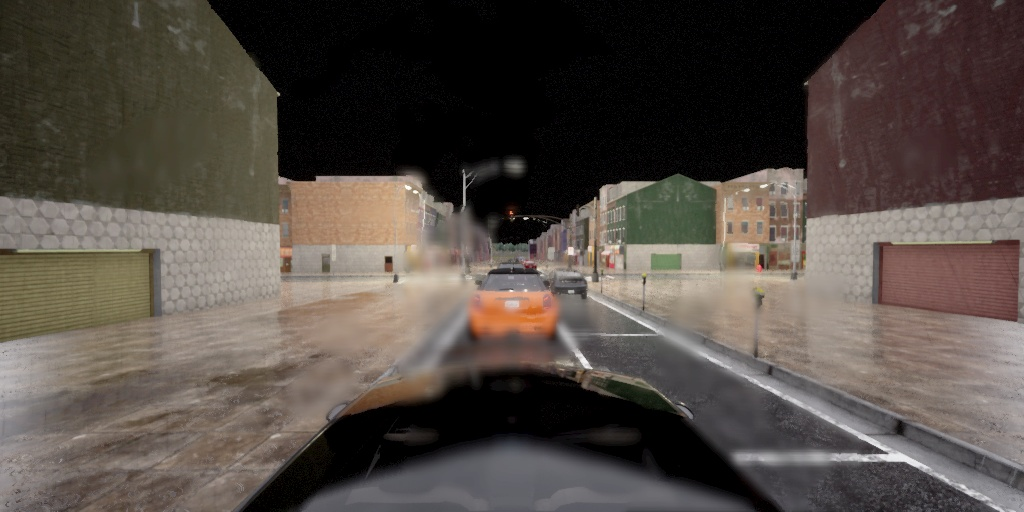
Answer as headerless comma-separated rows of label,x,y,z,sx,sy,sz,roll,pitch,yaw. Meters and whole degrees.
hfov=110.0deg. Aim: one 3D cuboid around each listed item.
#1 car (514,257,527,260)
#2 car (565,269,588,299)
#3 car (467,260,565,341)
car,-0.051,1.098,19.890,2.097,1.767,4.553,0,0,0
car,2.593,1.296,17.570,2.007,1.370,4.403,0,0,0
car,0.042,1.099,9.999,2.097,1.767,4.553,0,0,0
